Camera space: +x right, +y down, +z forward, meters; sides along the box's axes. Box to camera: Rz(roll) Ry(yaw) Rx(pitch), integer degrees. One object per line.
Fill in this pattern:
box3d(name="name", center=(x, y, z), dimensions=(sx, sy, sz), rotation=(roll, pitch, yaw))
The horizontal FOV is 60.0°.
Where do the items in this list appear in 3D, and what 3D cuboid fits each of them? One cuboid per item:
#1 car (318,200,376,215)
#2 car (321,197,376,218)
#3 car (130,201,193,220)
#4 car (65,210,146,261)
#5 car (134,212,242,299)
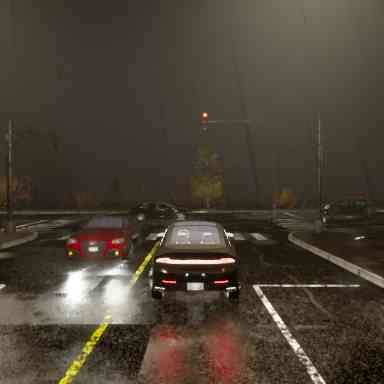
box3d(name="car", center=(14.749, 1.429, 31.811), dimensions=(4.718, 1.301, 1.895), rotation=(0, 1, -2))
box3d(name="car", center=(13.144, 1.232, 28.529), dimensions=(4.553, 1.767, 2.097), rotation=(0, 1, -1))
box3d(name="car", center=(-2.330, 1.486, 25.282), dimensions=(4.892, 1.490, 1.837), rotation=(0, 0, 1))
box3d(name="car", center=(-3.040, 1.561, 12.184), dimensions=(1.994, 1.385, 4.181), rotation=(0, 0, -1))
box3d(name="car", center=(0.083, 1.489, 8.425), dimensions=(2.128, 1.511, 4.902), rotation=(0, 0, 1))
